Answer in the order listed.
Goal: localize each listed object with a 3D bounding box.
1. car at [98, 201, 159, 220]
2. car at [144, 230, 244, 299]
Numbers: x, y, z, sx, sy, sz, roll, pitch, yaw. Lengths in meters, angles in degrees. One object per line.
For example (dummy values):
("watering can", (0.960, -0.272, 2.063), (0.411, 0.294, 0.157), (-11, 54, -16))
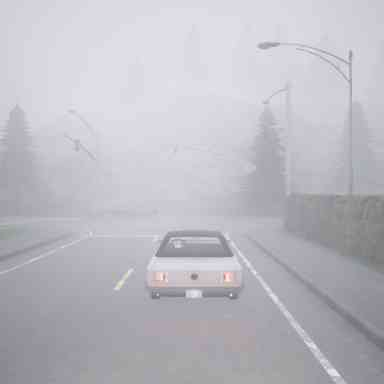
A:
("car", (-5.226, 1.491, 27.441), (4.902, 1.511, 2.128), (0, 0, 1))
("car", (0.061, 1.601, 8.382), (1.895, 1.301, 4.718), (0, 0, 0))
